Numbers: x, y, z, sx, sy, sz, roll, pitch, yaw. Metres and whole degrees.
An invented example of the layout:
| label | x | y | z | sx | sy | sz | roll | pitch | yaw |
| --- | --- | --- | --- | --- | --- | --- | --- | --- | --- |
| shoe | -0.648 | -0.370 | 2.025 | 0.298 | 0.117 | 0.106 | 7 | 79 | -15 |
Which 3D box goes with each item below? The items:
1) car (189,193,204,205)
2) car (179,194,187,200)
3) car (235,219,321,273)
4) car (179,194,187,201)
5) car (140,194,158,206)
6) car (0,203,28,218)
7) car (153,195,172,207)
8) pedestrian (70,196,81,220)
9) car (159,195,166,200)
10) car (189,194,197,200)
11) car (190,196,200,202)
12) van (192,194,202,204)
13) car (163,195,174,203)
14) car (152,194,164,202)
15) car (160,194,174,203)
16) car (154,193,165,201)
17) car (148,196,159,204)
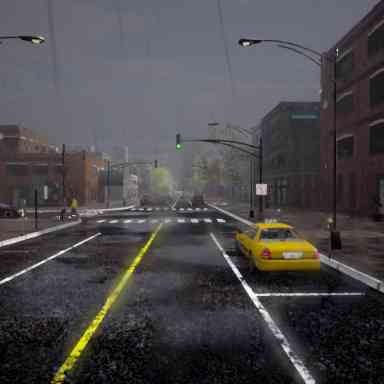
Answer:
| label | x | y | z | sx | sy | sz | roll | pitch | yaw |
| --- | --- | --- | --- | --- | --- | --- | --- | --- | --- |
| car | 1.086 | 1.301 | 59.441 | 2.192 | 1.841 | 5.009 | -1 | 0 | -2 |
| car | -2.433 | 1.352 | 90.217 | 1.882 | 1.535 | 5.008 | 0 | 0 | -2 |
| car | 2.412 | 1.523 | 10.491 | 1.752 | 1.417 | 4.829 | -1 | 0 | -2 |
| car | -2.153 | 1.502 | 79.805 | 2.128 | 1.511 | 4.902 | 0 | 0 | -2 |
| car | -7.141 | 1.303 | 53.672 | 2.192 | 1.841 | 5.009 | -1 | 0 | -2 |
| car | -19.058 | 1.793 | 32.364 | 5.357 | 1.411 | 2.033 | -1 | 1 | -2 |
| car | -4.474 | 1.553 | 51.196 | 1.994 | 1.385 | 4.181 | 0 | 0 | -2 |
| pedestrian | -8.711 | 1.138 | 24.695 | 0.375 | 1.860 | 0.375 | -1 | 1 | -2 |
| car | -8.188 | 1.521 | 92.466 | 1.887 | 1.381 | 4.507 | -1 | 0 | -2 |
| car | 0.188 | 1.417 | 92.693 | 1.967 | 1.590 | 4.097 | -1 | 0 | -2 |
| car | 0.639 | 1.532 | 76.067 | 2.008 | 1.369 | 4.403 | -1 | 0 | -2 |
| van | 0.936 | 1.326 | 64.983 | 1.690 | 1.788 | 3.998 | -1 | 0 | -2 |
| car | -4.920 | 1.508 | 71.122 | 2.128 | 1.511 | 4.902 | 0 | 0 | -2 |
| car | -7.742 | 1.297 | 75.841 | 2.192 | 1.841 | 5.009 | -1 | 0 | -2 |
| car | -4.712 | 1.464 | 60.994 | 1.882 | 1.535 | 5.008 | 0 | 0 | -1 |
| car | -7.891 | 1.295 | 81.382 | 2.192 | 1.841 | 5.009 | -1 | 0 | -2 |
| car | -7.439 | 1.567 | 64.757 | 1.802 | 1.307 | 4.206 | -1 | 0 | -2 |
